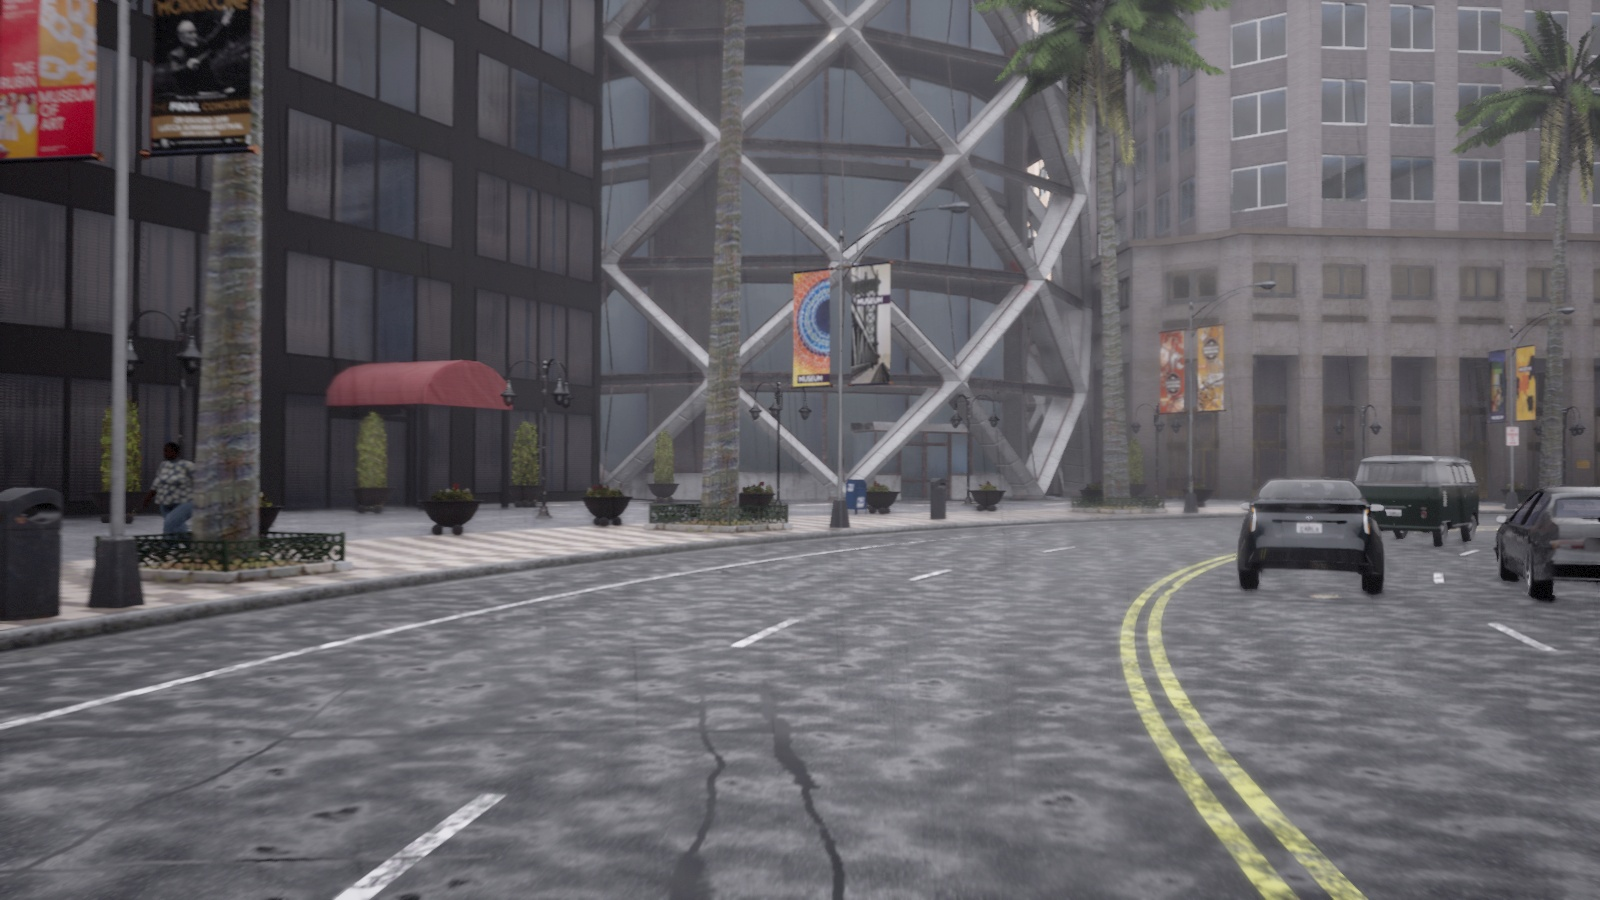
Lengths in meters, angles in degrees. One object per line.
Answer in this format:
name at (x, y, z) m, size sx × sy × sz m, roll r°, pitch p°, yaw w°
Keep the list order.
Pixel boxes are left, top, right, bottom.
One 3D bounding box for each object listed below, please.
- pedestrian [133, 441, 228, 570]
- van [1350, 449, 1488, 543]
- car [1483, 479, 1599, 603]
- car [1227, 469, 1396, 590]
pedestrian at (-9.185, 0.813, 18.637) m, size 0.874 × 1.855 × 0.900 m, roll 0°, pitch -1°, yaw 17°
van at (14.234, 1.003, 28.743) m, size 1.775 × 1.987 × 4.442 m, roll -1°, pitch -1°, yaw 40°
car at (10.672, 1.112, 16.982) m, size 2.033 × 1.411 × 5.357 m, roll -1°, pitch -1°, yaw 23°
car at (7.449, 1.044, 18.290) m, size 2.007 × 1.525 × 4.514 m, roll -1°, pitch -1°, yaw 23°
